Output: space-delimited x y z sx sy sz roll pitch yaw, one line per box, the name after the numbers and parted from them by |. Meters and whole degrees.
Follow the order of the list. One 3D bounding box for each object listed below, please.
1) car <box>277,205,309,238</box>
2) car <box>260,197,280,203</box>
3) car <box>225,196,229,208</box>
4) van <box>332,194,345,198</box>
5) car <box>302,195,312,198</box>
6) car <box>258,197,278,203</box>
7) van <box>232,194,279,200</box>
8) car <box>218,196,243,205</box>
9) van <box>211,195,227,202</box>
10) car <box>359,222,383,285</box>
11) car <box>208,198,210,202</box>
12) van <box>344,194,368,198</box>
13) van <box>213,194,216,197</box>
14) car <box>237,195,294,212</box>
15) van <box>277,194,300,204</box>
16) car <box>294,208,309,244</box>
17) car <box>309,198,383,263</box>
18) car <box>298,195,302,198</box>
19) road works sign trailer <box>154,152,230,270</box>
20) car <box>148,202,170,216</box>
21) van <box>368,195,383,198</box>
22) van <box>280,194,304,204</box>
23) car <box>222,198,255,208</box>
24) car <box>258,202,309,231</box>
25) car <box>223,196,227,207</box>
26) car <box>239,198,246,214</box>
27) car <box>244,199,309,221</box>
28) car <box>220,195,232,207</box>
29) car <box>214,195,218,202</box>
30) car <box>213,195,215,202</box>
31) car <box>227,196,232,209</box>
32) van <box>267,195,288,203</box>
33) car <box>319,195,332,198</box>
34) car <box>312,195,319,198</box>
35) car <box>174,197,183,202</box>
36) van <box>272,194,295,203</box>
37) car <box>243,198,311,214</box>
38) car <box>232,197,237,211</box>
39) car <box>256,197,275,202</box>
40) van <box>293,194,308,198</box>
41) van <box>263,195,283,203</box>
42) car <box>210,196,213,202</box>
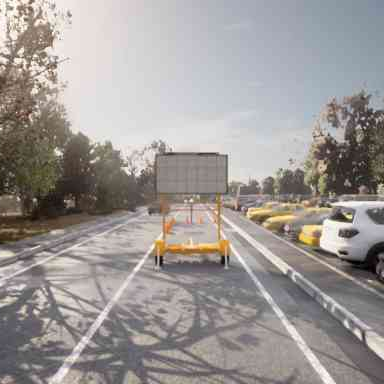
6.898 1.561 15.769 4.892 1.521 2.231 0 0 0 | car
20.554 2.024 87.626 4.892 1.521 2.231 0 -1 0 | car
7.089 1.625 43.519 4.792 1.488 2.163 0 0 0 | car
20.057 1.347 40.559 4.442 1.987 1.878 0 0 0 | van
20.260 1.630 51.638 5.008 1.535 2.097 0 0 0 | car
20.577 2.082 90.395 5.008 1.535 2.097 0 -1 0 | car
7.190 1.340 37.967 4.442 1.987 1.878 0 0 0 | van
7.246 1.571 62.952 4.553 1.767 2.185 0 0 0 | car
7.644 1.927 93.468 4.442 1.987 1.878 0 -1 0 | van
6.829 1.589 7.441 5.008 1.535 2.097 0 0 0 | car
7.510 2.094 90.689 5.008 1.535 2.097 0 -1 0 | car
20.268 1.332 37.787 4.442 1.987 1.878 0 0 0 | van
7.229 1.514 71.282 4.442 1.987 1.878 0 0 0 | van
7.059 1.414 32.417 4.553 1.767 2.185 0 0 0 | car
20.540 1.506 71.028 4.442 1.987 1.878 0 0 0 | van
7.054 1.566 12.991 5.366 1.575 1.946 0 0 0 | car
6.874 1.328 10.215 5.566 2.045 2.435 0 0 0 | car
20.291 1.685 54.532 4.674 1.452 2.002 0 0 0 | car
-0.016 0.479 11.138 2.380 3.560 2.880 0 0 -1 | road works sign trailer
-3.286 1.668 33.577 1.895 1.301 4.718 0 0 0 | car
19.998 1.306 32.233 4.442 1.987 1.878 0 0 0 | van
20.519 1.492 68.384 4.442 1.987 1.878 0 0 0 | van
7.193 1.640 51.847 4.892 1.521 2.231 0 0 0 | car
6.729 1.547 18.546 5.366 1.575 1.946 0 0 0 | car
7.112 1.639 46.295 4.792 1.488 2.163 0 0 0 | car
6.999 1.533 29.638 4.892 1.521 2.231 0 0 0 | car
6.775 1.530 24.219 5.366 1.575 1.946 0 0 0 | car
6.978 1.621 49.073 5.366 1.575 1.946 0 0 0 | car
7.046 1.665 57.401 5.366 1.575 1.946 0 0 0 | car
7.295 1.711 65.728 5.008 1.535 2.097 0 0 0 | car
7.067 1.610 40.743 4.792 1.488 2.163 0 0 0 | car
20.375 1.620 79.324 4.442 1.987 1.878 0 -1 0 | van
20.169 1.336 43.328 5.566 2.045 2.435 0 0 0 | car
20.192 1.350 46.098 5.566 2.045 2.435 0 0 0 | car
-2.943 1.880 74.122 1.994 1.385 4.181 0 -1 0 | car
20.331 1.521 73.933 4.442 1.987 1.878 0 -1 0 | van
7.168 1.526 26.869 5.366 1.575 1.946 0 0 0 | car
7.080 1.581 35.190 4.792 1.488 2.163 0 0 0 | car
20.601 2.144 93.290 5.008 1.535 2.097 0 -1 0 | car
20.428 1.434 57.303 4.442 1.987 1.878 0 0 0 | van
20.654 1.738 84.860 4.442 1.987 1.878 0 -1 0 | van
7.396 1.503 74.057 5.566 2.045 2.435 0 0 0 | car
